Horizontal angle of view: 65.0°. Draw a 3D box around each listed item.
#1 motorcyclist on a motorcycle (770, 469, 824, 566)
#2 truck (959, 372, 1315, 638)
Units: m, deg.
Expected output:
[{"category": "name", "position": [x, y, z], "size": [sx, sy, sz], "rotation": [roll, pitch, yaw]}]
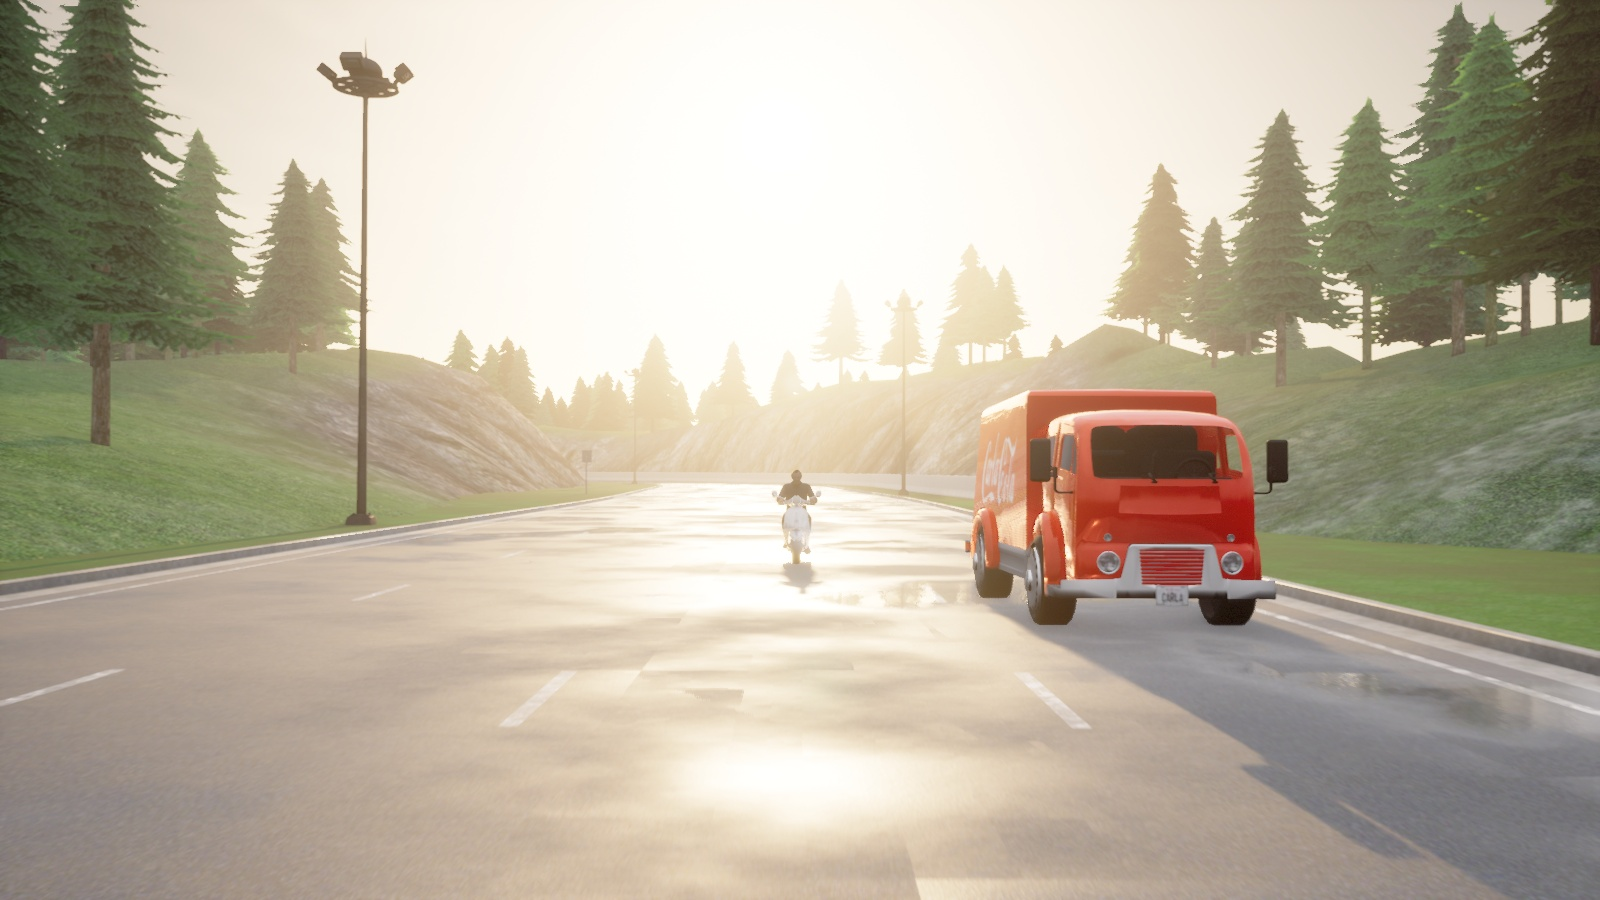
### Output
[{"category": "motorcyclist on a motorcycle", "position": [-0.052, 1.129, 21.536], "size": [0.866, 1.590, 1.817], "rotation": [0, -1, 0]}, {"category": "truck", "position": [3.464, 0.555, 14.288], "size": [2.627, 2.467, 5.204], "rotation": [0, -1, 0]}]
